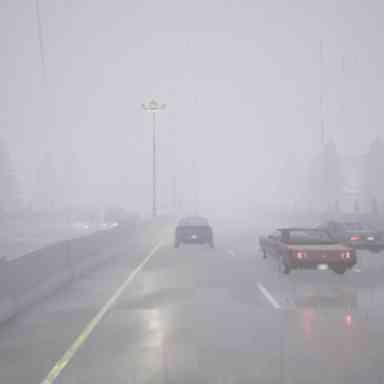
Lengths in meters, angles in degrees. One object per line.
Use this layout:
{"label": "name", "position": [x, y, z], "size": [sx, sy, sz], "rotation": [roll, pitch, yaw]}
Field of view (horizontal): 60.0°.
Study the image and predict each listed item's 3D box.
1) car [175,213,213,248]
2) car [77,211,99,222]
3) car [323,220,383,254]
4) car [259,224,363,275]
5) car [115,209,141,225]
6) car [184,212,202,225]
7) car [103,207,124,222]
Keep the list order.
{"label": "car", "position": [0.100, 2.052, 17.996], "size": [1.882, 1.535, 5.008], "rotation": [0, -3, 0]}
{"label": "car", "position": [-14.057, 3.322, 45.379], "size": [2.128, 1.511, 4.902], "rotation": [0, -3, 0]}
{"label": "car", "position": [7.100, 2.016, 15.723], "size": [2.033, 1.411, 5.357], "rotation": [0, -3, 0]}
{"label": "car", "position": [3.600, 1.867, 11.374], "size": [1.895, 1.301, 4.718], "rotation": [0, -3, 0]}
{"label": "car", "position": [-7.072, 3.078, 38.813], "size": [2.033, 1.411, 5.357], "rotation": [0, -3, 0]}
{"label": "car", "position": [0.103, 3.111, 39.162], "size": [1.994, 1.385, 4.181], "rotation": [0, -3, 0]}
{"label": "car", "position": [-10.545, 3.063, 45.606], "size": [2.150, 2.045, 5.566], "rotation": [0, -3, 1]}
